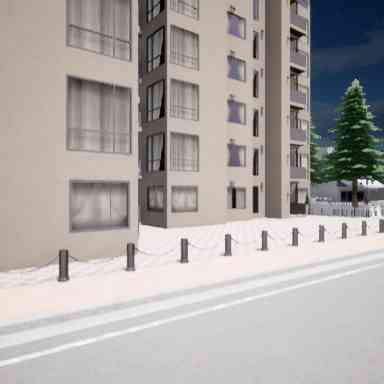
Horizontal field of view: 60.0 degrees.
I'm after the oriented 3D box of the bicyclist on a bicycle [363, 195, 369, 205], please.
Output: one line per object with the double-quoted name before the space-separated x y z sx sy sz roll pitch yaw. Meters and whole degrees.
"bicyclist on a bicycle" 23.756 1.288 45.453 1.656 1.620 0.582 0 0 -37
